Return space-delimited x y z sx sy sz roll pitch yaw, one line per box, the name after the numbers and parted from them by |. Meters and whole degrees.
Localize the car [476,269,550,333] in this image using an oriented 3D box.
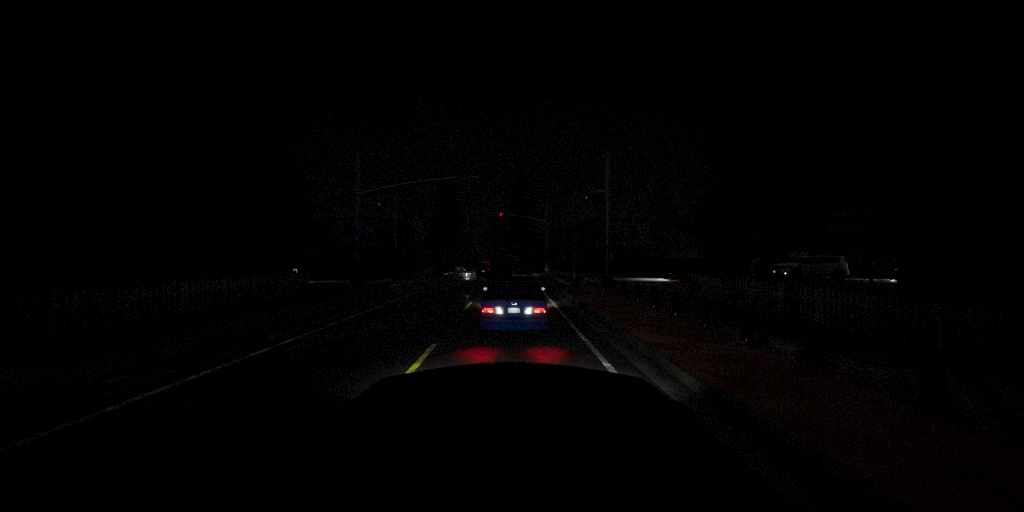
0.062 1.297 10.754 2.033 1.411 5.357 0 0 0 | car

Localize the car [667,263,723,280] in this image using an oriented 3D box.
15.314 1.299 30.171 4.181 1.385 1.994 0 0 2 | car

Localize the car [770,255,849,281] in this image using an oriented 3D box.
24.679 0.956 29.892 5.566 2.045 2.150 0 0 1 | car

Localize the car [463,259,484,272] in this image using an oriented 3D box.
-4.779 1.220 44.682 1.837 1.490 4.892 0 0 -6 | car

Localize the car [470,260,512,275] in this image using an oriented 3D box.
-1.535 1.290 32.762 1.994 1.385 4.181 0 0 29 | car

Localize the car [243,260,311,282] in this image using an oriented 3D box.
-17.919 1.088 27.440 4.553 1.767 2.097 0 0 2 | car

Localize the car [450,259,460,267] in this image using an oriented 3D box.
-9.701 1.263 64.372 2.033 1.411 5.357 0 0 -23 | car

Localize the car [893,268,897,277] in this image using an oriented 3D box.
34.525 1.087 29.584 4.553 1.767 2.097 0 0 2 | car

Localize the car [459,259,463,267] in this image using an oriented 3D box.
-6.316 1.263 54.340 2.033 1.411 5.357 0 0 -14 | car
